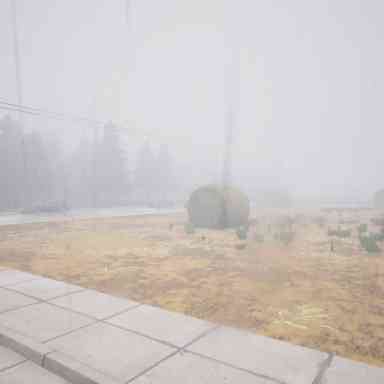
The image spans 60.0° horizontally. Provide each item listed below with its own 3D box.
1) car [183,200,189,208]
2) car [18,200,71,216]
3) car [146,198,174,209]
[{"bbox_3d":[0.621,1.590,46.676,1.994,1.385,4.181,0,0,37],"label":"car"},{"bbox_3d":[-14.373,1.519,32.666,2.128,1.511,4.902,0,0,37],"label":"car"},{"bbox_3d":[-4.373,1.590,46.129,1.994,1.385,4.181,0,0,37],"label":"car"}]
